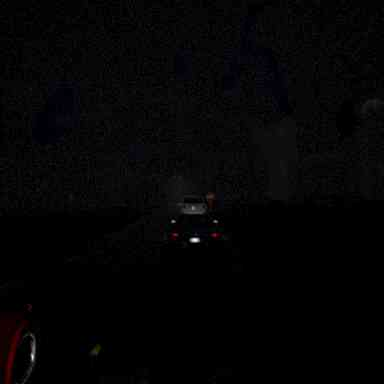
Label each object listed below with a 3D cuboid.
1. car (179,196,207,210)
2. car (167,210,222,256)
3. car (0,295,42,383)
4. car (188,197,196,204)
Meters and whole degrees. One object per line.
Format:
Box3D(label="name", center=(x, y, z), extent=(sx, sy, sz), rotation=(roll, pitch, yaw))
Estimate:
Box3D(label="car", center=(0.113, 1.354, 28.821), extent=(2.150, 2.045, 5.566), rotation=(0, 0, 0))
Box3D(label="car", center=(0.102, 1.609, 13.255), extent=(1.994, 1.385, 4.181), rotation=(0, 0, 0))
Box3D(label="car", center=(-2.849, 1.571, 2.428), extent=(1.994, 1.385, 4.181), rotation=(0, 0, 0))
Box3D(label="car", center=(0.031, 2.288, 88.546), extent=(2.097, 1.767, 4.553), rotation=(0, -1, 0))
